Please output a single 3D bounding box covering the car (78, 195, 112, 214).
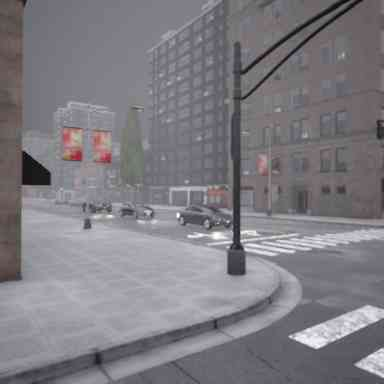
[{"bbox_3d":[-11.366,1.429,39.553,2.150,2.045,5.566,0,0,-35],"label":"car"}]

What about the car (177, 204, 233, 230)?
[{"bbox_3d":[0.818,1.635,22.595,1.837,1.490,4.892,0,-1,-35],"label":"car"}]

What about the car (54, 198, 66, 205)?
[{"bbox_3d":[-25.503,1.886,65.078,2.033,1.411,5.357,0,0,-36],"label":"car"}]

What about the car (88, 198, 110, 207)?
[{"bbox_3d":[-16.182,1.812,57.691,2.128,1.511,4.902,0,0,-36],"label":"car"}]

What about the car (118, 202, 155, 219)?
[{"bbox_3d":[-5.226,1.662,30.993,2.128,1.511,4.902,0,-1,-36],"label":"car"}]

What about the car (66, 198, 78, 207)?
[{"bbox_3d":[-19.295,1.865,56.459,1.994,1.385,4.181,0,0,-36],"label":"car"}]

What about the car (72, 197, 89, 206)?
[{"bbox_3d":[-22.129,1.861,65.961,1.837,1.490,4.892,0,0,-36],"label":"car"}]
